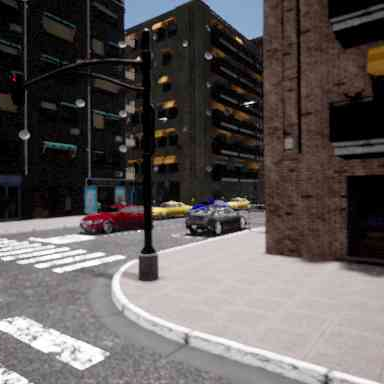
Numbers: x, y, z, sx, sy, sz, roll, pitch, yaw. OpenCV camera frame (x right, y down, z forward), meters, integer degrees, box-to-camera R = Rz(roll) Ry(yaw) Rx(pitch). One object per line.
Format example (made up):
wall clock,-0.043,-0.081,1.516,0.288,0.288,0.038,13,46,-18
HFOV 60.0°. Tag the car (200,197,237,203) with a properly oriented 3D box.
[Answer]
car,1.495,1.357,27.137,1.812,1.442,4.674,-1,0,36

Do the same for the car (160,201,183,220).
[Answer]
car,-1.791,1.411,26.805,1.752,1.417,4.829,0,1,36

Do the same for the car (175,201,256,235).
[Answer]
car,1.374,1.418,17.749,2.008,1.369,4.403,0,1,36

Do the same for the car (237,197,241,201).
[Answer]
car,4.869,1.269,35.985,1.752,1.417,4.829,0,1,36

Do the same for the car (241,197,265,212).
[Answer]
car,7.338,1.232,35.185,1.812,1.442,4.674,-1,0,36

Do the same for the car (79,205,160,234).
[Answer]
car,-4.228,1.479,19.235,1.812,1.442,4.674,-1,0,36

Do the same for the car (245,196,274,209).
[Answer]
car,8.300,1.236,40.713,1.947,1.339,4.313,0,1,36
